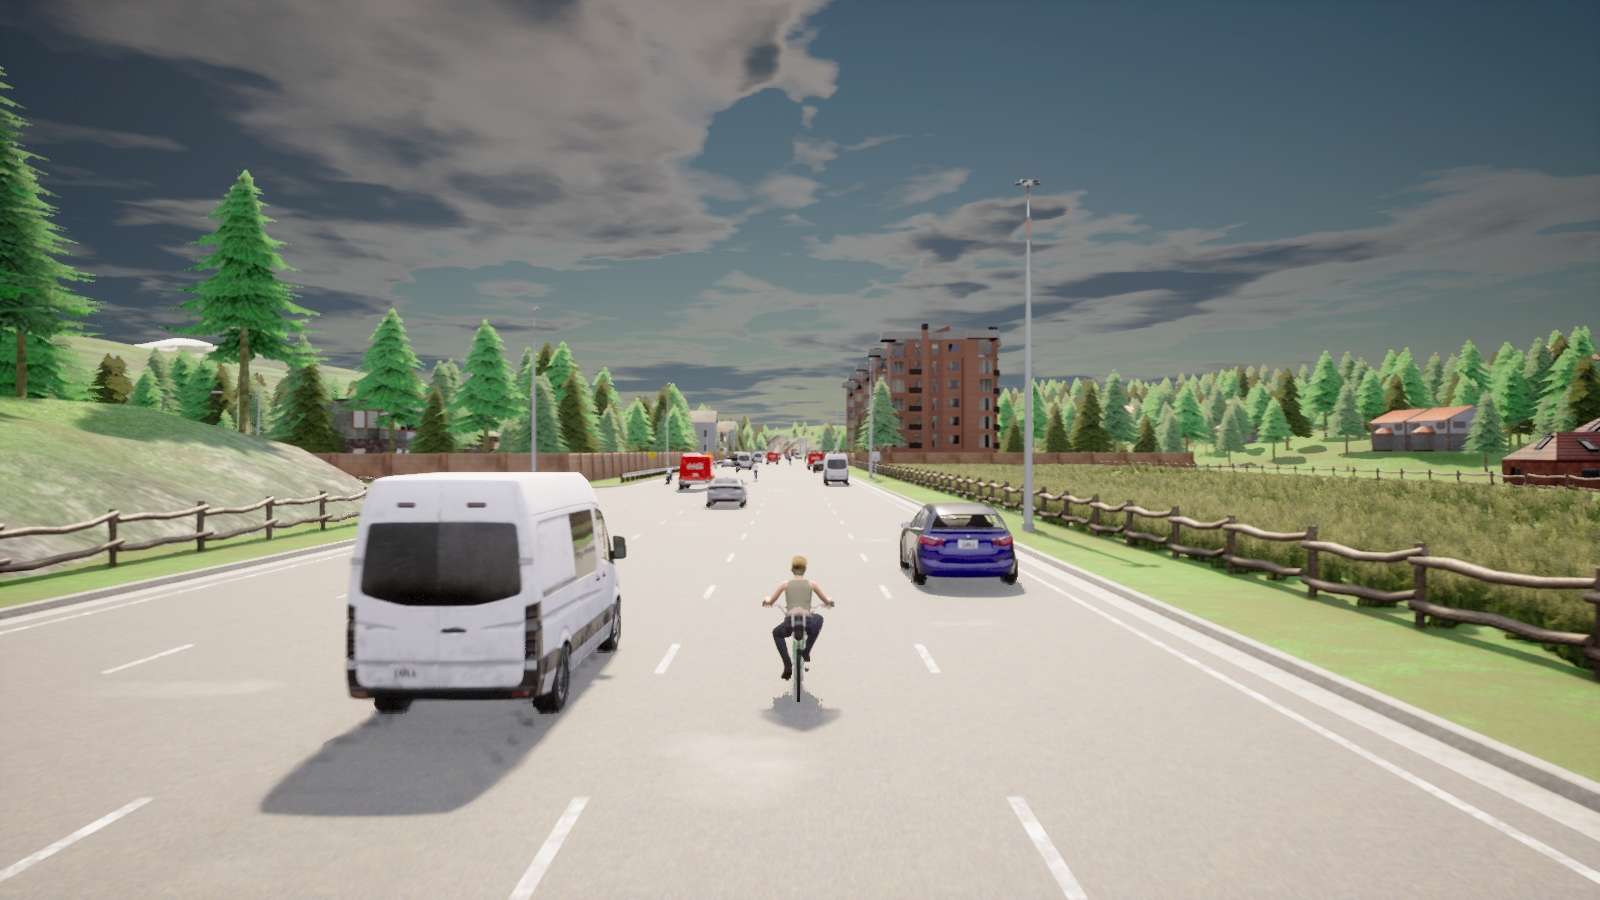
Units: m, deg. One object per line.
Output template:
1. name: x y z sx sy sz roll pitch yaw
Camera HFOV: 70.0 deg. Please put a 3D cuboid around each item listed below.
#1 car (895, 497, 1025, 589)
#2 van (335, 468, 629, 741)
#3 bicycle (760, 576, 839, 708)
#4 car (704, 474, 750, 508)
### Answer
1. car: 3.440 1.986 25.522 2.242 1.667 4.611 0 0 0
2. van: -3.531 1.545 14.067 1.988 2.561 5.915 0 0 0
3. bicycle: -0.015 2.168 13.156 0.859 1.276 1.487 0 0 0
4. car: -3.717 2.076 58.720 2.097 1.535 5.006 0 0 0
